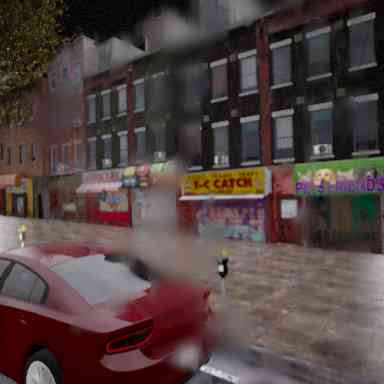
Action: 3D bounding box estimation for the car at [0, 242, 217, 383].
[{"bbox_3d":[-2.044,1.470,4.754,5.008,1.535,1.882,0,0,36],"label":"car"}]
